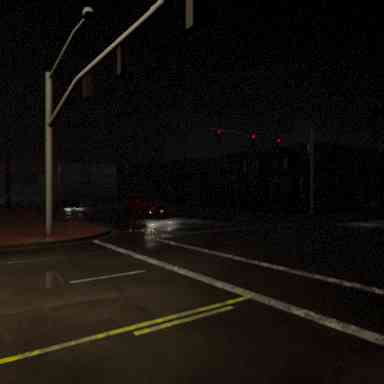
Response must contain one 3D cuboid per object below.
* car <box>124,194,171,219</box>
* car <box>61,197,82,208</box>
[{"bbox_3d":[-4.035,1.184,29.000,2.150,2.045,5.566,0,0,-36],"label":"car"},{"bbox_3d":[-17.262,1.469,47.454,1.837,1.490,4.892,0,0,-35],"label":"car"}]
